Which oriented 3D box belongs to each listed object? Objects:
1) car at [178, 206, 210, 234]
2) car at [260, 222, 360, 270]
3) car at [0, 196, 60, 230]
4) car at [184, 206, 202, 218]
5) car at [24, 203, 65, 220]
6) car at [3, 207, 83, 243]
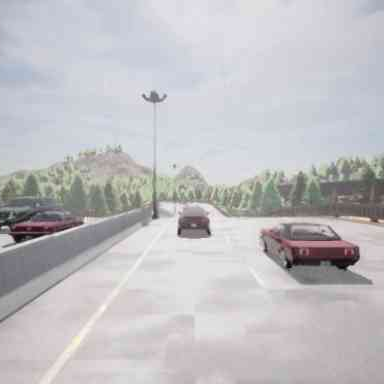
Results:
[{"bbox_3d":[0.108,1.610,19.910,1.812,1.442,4.674,0,0,0],"label":"car"},{"bbox_3d":[3.597,1.648,11.176,1.895,1.301,4.718,0,0,0],"label":"car"},{"bbox_3d":[-10.604,1.311,21.358,2.150,2.045,5.566,0,0,0],"label":"car"},{"bbox_3d":[0.089,2.292,38.612,1.895,1.301,4.718,0,-4,0],"label":"car"},{"bbox_3d":[-14.101,1.839,32.141,1.837,1.490,4.892,0,-2,0],"label":"car"},{"bbox_3d":[-7.105,1.672,16.702,1.895,1.301,4.718,0,0,0],"label":"car"}]
